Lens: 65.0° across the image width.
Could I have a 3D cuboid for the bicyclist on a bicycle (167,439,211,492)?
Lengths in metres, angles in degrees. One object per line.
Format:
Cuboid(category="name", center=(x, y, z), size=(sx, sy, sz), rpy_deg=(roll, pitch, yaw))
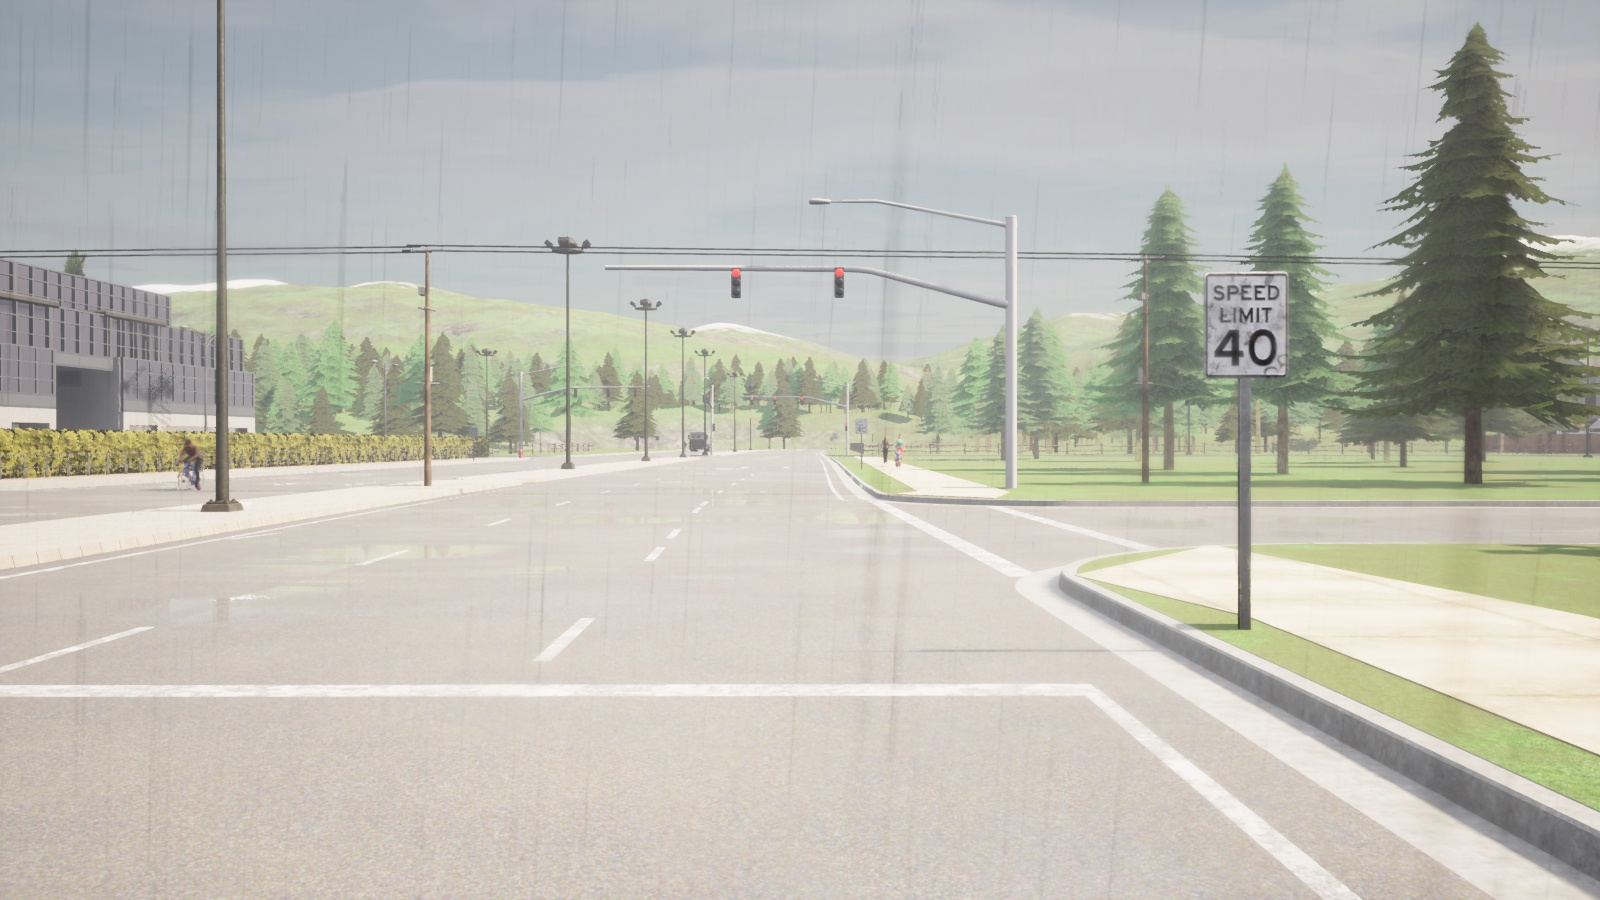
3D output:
Cuboid(category="bicyclist on a bicycle", center=(-19.198, 0.461, 39.494), size=(0.582, 1.620, 1.656), rpy_deg=(0, 1, 0))
